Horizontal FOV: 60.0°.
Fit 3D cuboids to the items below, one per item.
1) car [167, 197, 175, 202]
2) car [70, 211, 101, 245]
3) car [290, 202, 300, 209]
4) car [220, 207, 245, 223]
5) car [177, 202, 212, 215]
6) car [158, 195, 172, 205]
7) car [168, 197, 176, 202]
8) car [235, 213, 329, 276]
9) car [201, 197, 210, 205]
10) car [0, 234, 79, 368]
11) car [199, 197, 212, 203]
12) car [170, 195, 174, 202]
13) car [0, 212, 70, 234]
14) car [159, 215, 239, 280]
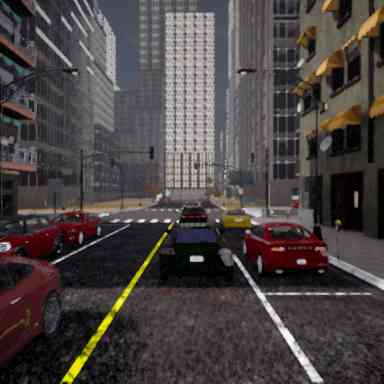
[{"bbox_3d":[-5.555,1.942,87.075,1.752,1.417,4.829,-1,0,0],"label":"car"},{"bbox_3d":[-5.672,1.620,15.971,1.887,1.381,4.507,-1,0,0],"label":"car"},{"bbox_3d":[14.319,1.450,40.573,4.507,1.381,1.887,-1,1,0],"label":"car"},{"bbox_3d":[2.718,1.627,21.637,1.752,1.417,4.829,-1,0,0],"label":"car"},{"bbox_3d":[0.112,1.605,21.290,1.837,1.490,4.892,0,0,-1],"label":"car"},{"bbox_3d":[-5.591,1.854,65.007,1.887,1.381,4.507,-1,0,0],"label":"car"},{"bbox_3d":[-5.545,1.989,92.804,1.887,1.381,4.507,-1,0,0],"label":"car"},{"bbox_3d":[2.700,1.594,10.420,1.887,1.381,4.507,-1,0,0],"label":"car"},{"bbox_3d":[2.799,1.862,70.722,1.752,1.417,4.829,-1,0,0],"label":"car"},{"bbox_3d":[-3.091,1.545,3.924,1.812,1.442,4.674,0,0,0],"label":"car"},{"bbox_3d":[2.788,1.749,64.993,1.967,1.590,4.097,-1,0,0],"label":"car"},{"bbox_3d":[-5.583,1.651,70.568,2.192,1.841,5.009,-1,0,0],"label":"car"},{"bbox_3d":[-5.682,1.489,10.448,1.967,1.590,4.097,-1,0,0],"label":"car"},{"bbox_3d":[0.117,1.612,10.132,1.994,1.385,4.181,0,0,0],"label":"car"}]
